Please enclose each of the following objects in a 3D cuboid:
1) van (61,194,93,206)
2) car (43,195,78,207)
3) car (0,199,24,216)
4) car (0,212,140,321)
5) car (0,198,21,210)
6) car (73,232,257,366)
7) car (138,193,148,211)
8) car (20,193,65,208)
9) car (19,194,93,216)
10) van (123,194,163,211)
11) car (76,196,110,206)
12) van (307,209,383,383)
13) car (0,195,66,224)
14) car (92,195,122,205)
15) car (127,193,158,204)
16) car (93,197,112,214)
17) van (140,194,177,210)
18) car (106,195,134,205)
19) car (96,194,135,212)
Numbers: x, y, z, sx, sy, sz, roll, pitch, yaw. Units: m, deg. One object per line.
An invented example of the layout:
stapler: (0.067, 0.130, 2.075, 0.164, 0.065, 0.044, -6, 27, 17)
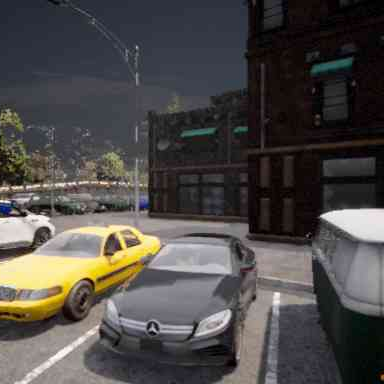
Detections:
van: (-18.380, 1.282, 53.237, 4.442, 1.987, 1.878, -1, 0, 14)
car: (-19.987, 1.380, 50.723, 4.553, 1.767, 2.185, -1, -1, 14)
car: (-19.148, 1.485, 32.039, 1.882, 1.535, 5.008, 0, 0, 33)
car: (-2.343, 1.480, 7.628, 1.946, 1.575, 5.366, 1, -1, 15)
car: (-25.059, 1.531, 43.188, 4.792, 1.488, 2.163, -1, 0, 14)
car: (0.157, 1.525, 6.068, 2.002, 1.452, 4.674, 1, -1, 15)
car: (-7.766, 1.247, 38.516, 5.566, 2.045, 2.435, 1, 1, 14)
car: (-21.623, 1.252, 48.210, 5.566, 2.045, 2.435, -1, -1, 14)
car: (-12.681, 1.244, 31.164, 5.566, 2.045, 2.435, 1, 0, 14)
van: (-5.967, 1.276, 40.943, 4.442, 1.987, 1.878, 1, 0, 14)
car: (-16.577, 1.508, 55.720, 4.892, 1.521, 2.231, -1, -1, 14)
van: (2.626, 1.261, 4.437, 1.878, 1.987, 4.442, 0, -1, 15)
car: (-7.193, 1.234, 11.321, 2.435, 2.045, 5.566, 0, -1, 15)
car: (-14.849, 1.382, 58.199, 4.553, 1.767, 2.185, -1, 0, 14)
car: (-9.834, 1.259, 65.738, 5.566, 2.045, 2.435, -1, 0, 14)
car: (-11.081, 1.525, 33.604, 4.792, 1.488, 2.163, 1, 1, 14)
van: (-4.310, 1.277, 43.394, 4.442, 1.987, 1.878, 1, 0, 14)
car: (-13.160, 1.383, 60.713, 4.553, 1.767, 2.185, -1, 0, 14)
car: (-9.424, 1.246, 36.065, 5.566, 2.045, 2.435, 1, 1, 14)
